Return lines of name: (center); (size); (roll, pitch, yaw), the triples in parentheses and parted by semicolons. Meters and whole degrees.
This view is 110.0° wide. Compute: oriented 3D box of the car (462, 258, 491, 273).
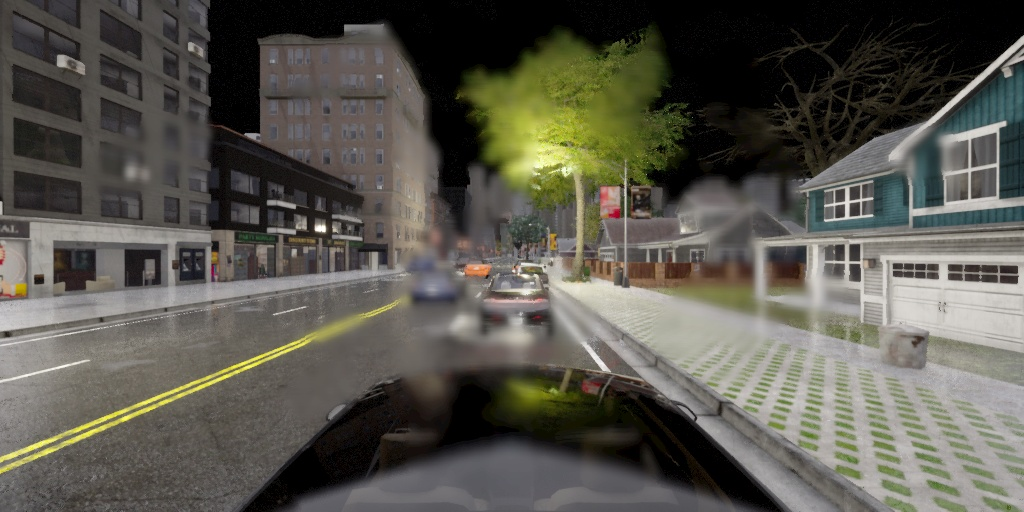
car: (-3.016, 1.078, 32.946); (2.097, 1.767, 4.553); (0, 0, 0)

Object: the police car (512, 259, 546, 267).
police car: (1.053, 1.164, 20.597); (1.930, 1.638, 5.238); (0, 0, 0)

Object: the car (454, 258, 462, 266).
car: (-6.406, 1.063, 47.773); (2.097, 1.767, 4.553); (0, 0, 0)

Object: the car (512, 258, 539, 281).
car: (1.094, 1.080, 30.457); (2.097, 1.767, 4.553); (0, 0, 0)

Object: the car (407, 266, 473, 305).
car: (-3.092, 1.307, 15.930); (1.994, 1.385, 4.181); (0, 0, 0)

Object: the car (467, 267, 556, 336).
car: (0.134, 1.239, 10.348); (2.128, 1.511, 4.902); (0, 0, 0)

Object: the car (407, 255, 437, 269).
car: (-9.697, 0.942, 38.994); (2.150, 2.045, 5.566); (0, 0, 0)
